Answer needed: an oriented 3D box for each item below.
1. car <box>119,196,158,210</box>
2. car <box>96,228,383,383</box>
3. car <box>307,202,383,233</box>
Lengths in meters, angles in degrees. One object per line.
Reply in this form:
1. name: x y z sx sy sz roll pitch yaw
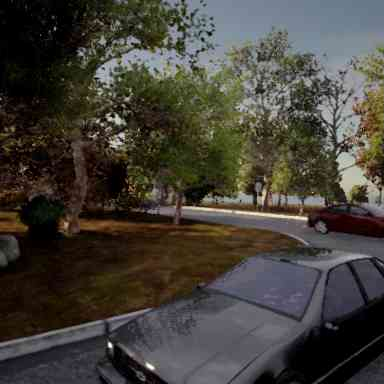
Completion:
1. car: -5.264 0.922 31.947 4.674 1.442 1.812 2 0 41
2. car: 1.527 1.538 4.605 5.357 1.411 2.033 0 0 -40
3. car: 7.506 1.239 14.572 1.882 1.535 5.008 1 1 -35
